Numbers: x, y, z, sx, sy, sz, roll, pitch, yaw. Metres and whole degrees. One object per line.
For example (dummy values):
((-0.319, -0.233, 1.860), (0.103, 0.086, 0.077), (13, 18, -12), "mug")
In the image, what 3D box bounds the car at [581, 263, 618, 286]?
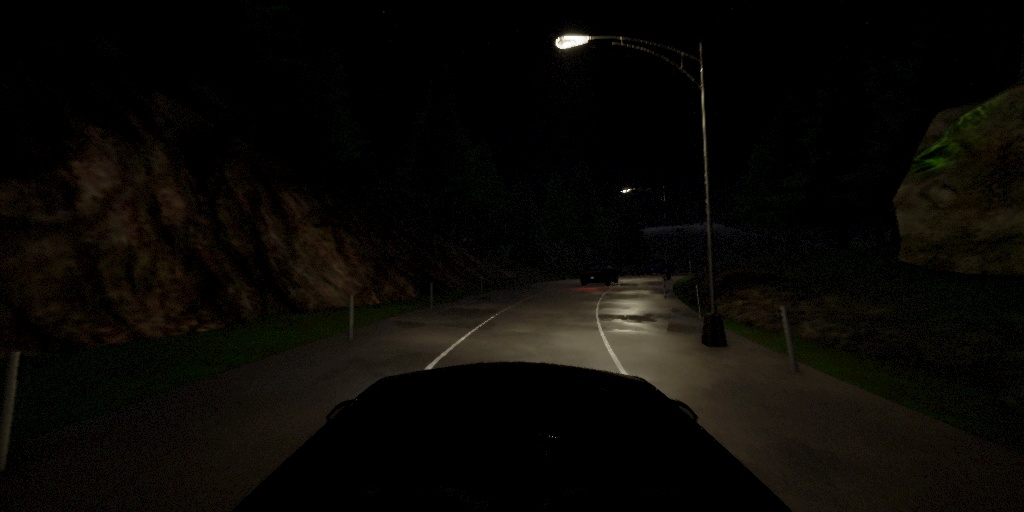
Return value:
((6.388, 1.251, 25.950), (1.882, 1.535, 5.008), (-2, 0, 26), "car")

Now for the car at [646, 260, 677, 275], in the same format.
((16.557, 1.214, 39.649), (1.882, 1.535, 5.008), (-5, -3, 45), "car")
